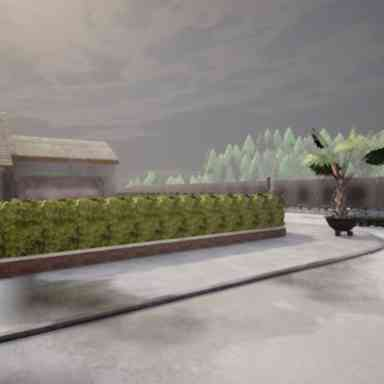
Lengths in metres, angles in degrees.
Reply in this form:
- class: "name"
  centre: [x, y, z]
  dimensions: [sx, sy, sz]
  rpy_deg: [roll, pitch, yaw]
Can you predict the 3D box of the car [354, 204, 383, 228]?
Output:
- class: "car"
  centre: [11.036, 1.326, 18.050]
  dimensions: [1.994, 1.385, 4.181]
  rpy_deg: [-1, 1, -35]
